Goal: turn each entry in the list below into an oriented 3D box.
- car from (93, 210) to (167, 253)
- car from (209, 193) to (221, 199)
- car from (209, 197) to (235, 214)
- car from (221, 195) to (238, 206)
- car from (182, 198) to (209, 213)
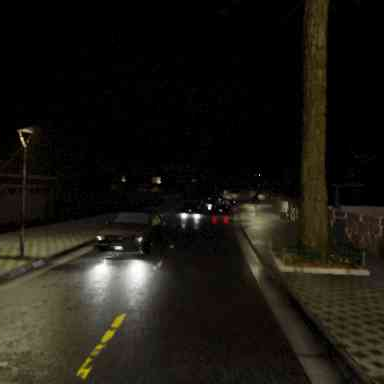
[{"bbox_3d":[-2.197,1.437,13.474,2.033,1.411,5.357,2,0,4],"label":"car"},{"bbox_3d":[3.946,1.092,54.366,2.097,1.767,4.553,2,1,12],"label":"car"},{"bbox_3d":[3.170,1.530,34.777,1.895,1.301,4.718,2,1,9],"label":"car"},{"bbox_3d":[5.893,1.400,49.788,1.895,1.301,4.718,2,1,12],"label":"car"},{"bbox_3d":[0.240,1.387,34.704,2.033,1.411,5.357,2,1,9],"label":"car"}]
